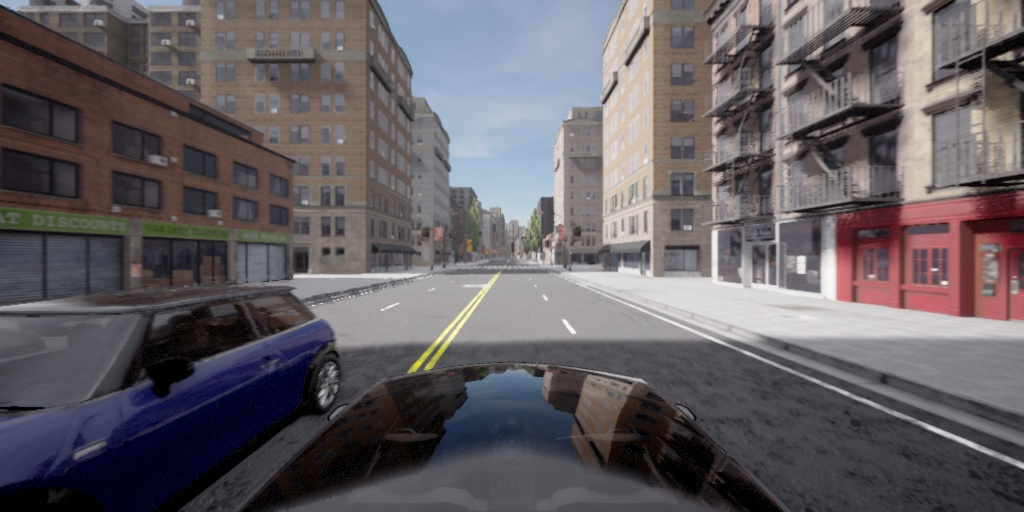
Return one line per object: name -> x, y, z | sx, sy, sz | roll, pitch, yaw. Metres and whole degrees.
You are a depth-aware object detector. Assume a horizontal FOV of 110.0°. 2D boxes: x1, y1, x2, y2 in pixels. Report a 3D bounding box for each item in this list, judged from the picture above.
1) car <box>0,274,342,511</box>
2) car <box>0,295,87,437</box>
car -> -3.350, 1.105, 2.936 | 2.097, 1.767, 4.553 | 0, 0, 0
car -> -6.600, 1.256, 2.344 | 1.837, 1.490, 4.892 | 0, 0, 0
